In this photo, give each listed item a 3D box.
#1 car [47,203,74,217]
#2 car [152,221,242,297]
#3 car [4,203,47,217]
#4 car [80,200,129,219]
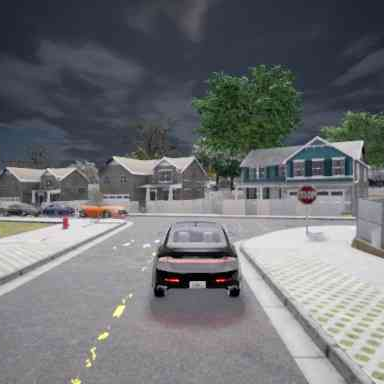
[{"bbox_3d":[-15.348,2.020,37.639,4.674,1.442,1.812,-2,-2,31],"label":"car"},{"bbox_3d":[0.101,1.493,8.544,2.128,1.511,4.902,0,0,0],"label":"car"},{"bbox_3d":[-18.269,1.996,35.937,4.892,1.490,1.837,-2,-2,31],"label":"car"},{"bbox_3d":[-7.771,1.509,29.490,4.553,1.767,2.097,-2,-2,32],"label":"car"}]
